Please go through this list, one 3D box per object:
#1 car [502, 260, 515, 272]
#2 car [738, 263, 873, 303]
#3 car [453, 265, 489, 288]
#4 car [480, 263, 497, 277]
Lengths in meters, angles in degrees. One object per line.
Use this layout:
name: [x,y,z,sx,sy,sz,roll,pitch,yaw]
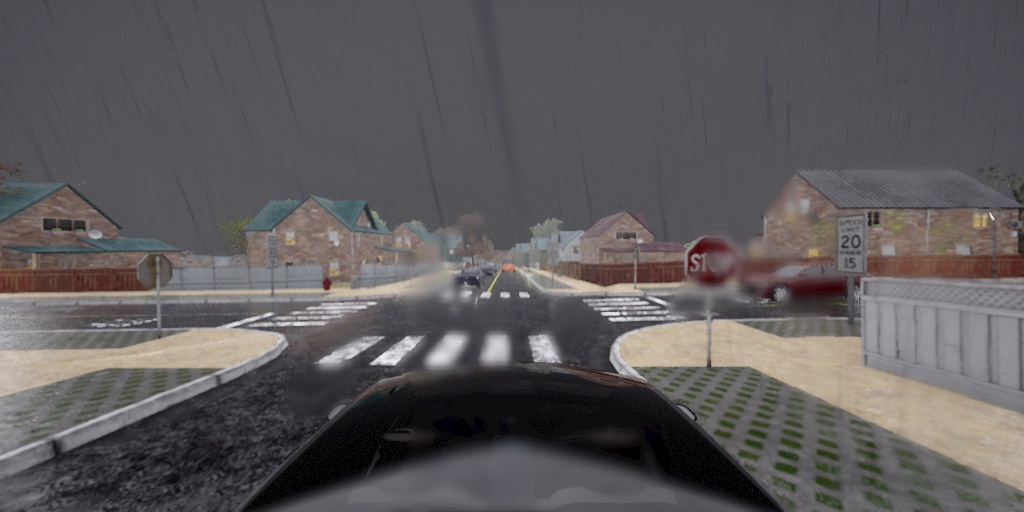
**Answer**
car: [-0.543,1.672,57.245,2.097,1.767,4.553,0,-1,-1]
car: [12.419,1.072,15.323,5.008,1.535,1.882,-1,1,0]
car: [-2.984,1.551,25.853,1.895,1.301,4.718,0,-1,0]
car: [-3.163,1.657,41.147,2.033,1.411,5.357,0,-1,-1]
